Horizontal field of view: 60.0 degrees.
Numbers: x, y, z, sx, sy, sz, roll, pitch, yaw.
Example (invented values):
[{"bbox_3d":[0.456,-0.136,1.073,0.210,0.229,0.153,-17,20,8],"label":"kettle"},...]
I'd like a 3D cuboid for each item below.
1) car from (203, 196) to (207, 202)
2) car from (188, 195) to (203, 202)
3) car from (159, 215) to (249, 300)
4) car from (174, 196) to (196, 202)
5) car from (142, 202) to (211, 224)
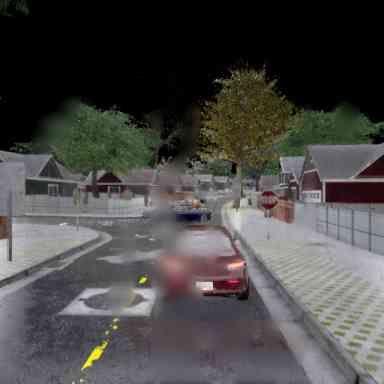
[{"bbox_3d":[1.385,1.403,56.499,1.895,1.301,4.718,0,0,8],"label":"car"},{"bbox_3d":[-0.115,1.242,44.746,2.097,1.767,4.553,0,0,7],"label":"car"},{"bbox_3d":[0.282,1.527,8.293,1.812,1.442,4.674,0,0,1],"label":"car"},{"bbox_3d":[-1.154,1.504,34.910,2.033,1.411,5.357,0,0,6],"label":"car"},{"bbox_3d":[-0.938,1.564,23.101,4.718,1.301,1.895,1,0,-33],"label":"car"}]
